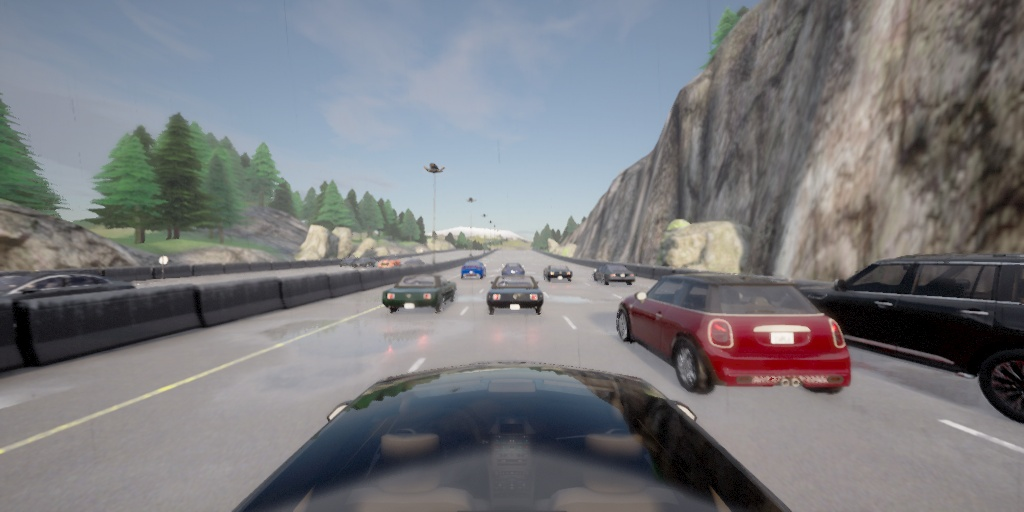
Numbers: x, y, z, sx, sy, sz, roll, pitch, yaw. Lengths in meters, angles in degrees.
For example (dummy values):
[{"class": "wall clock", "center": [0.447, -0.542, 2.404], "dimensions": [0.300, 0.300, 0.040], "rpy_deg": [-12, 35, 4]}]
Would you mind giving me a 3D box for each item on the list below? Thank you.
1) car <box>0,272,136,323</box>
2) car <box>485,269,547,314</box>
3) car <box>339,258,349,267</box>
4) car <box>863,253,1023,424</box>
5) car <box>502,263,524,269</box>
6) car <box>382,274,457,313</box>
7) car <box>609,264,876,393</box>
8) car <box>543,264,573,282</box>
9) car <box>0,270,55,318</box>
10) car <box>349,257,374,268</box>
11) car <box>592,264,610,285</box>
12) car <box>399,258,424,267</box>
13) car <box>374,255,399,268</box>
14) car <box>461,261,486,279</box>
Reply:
[{"class": "car", "center": [-14.098, 1.260, 10.535], "dimensions": [2.128, 1.511, 4.902], "rpy_deg": [0, 0, 0]}, {"class": "car", "center": [0.103, 1.369, 13.874], "dimensions": [1.895, 1.301, 4.718], "rpy_deg": [0, 0, 0]}, {"class": "car", "center": [-24.547, 0.996, 54.684], "dimensions": [1.994, 1.385, 4.181], "rpy_deg": [0, 1, 0]}, {"class": "car", "center": [7.099, 0.985, 5.743], "dimensions": [2.150, 2.045, 5.566], "rpy_deg": [0, 0, 0]}, {"class": "car", "center": [0.105, 1.263, 31.193], "dimensions": [1.994, 1.385, 4.181], "rpy_deg": [0, 0, 0]}, {"class": "car", "center": [-3.396, 1.369, 14.132], "dimensions": [1.895, 1.301, 4.718], "rpy_deg": [0, 0, 0]}, {"class": "car", "center": [3.592, 1.115, 6.887], "dimensions": [2.097, 1.767, 4.553], "rpy_deg": [0, 0, 0]}, {"class": "car", "center": [3.605, 1.315, 29.002], "dimensions": [1.895, 1.301, 4.718], "rpy_deg": [0, 0, 0]}, {"class": "car", "center": [-17.598, 1.260, 10.533], "dimensions": [2.128, 1.511, 4.902], "rpy_deg": [0, 0, 0]}, {"class": "car", "center": [-21.061, 0.983, 51.592], "dimensions": [1.837, 1.490, 4.892], "rpy_deg": [0, 1, 0]}, {"class": "car", "center": [7.105, 1.280, 25.527], "dimensions": [2.033, 1.411, 5.357], "rpy_deg": [0, 0, 0]}, {"class": "car", "center": [-14.065, 1.026, 51.581], "dimensions": [2.033, 1.411, 5.357], "rpy_deg": [0, 1, 0]}, {"class": "car", "center": [-17.562, 0.828, 51.709], "dimensions": [2.097, 1.767, 4.553], "rpy_deg": [0, 1, 0]}, {"class": "car", "center": [-3.394, 1.168, 32.366], "dimensions": [1.882, 1.535, 5.008], "rpy_deg": [0, 0, 0]}]
